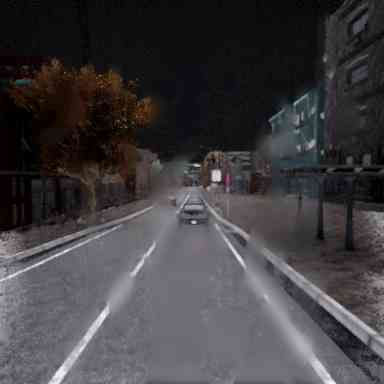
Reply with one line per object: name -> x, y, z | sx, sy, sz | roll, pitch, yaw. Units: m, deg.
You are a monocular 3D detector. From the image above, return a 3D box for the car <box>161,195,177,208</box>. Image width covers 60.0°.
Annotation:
car -> -3.007, 1.192, 43.976 | 1.882, 1.535, 5.008 | 0, 0, 1

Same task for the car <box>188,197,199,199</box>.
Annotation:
car -> 0.178, 1.319, 39.806 | 2.033, 1.411, 5.357 | 0, 1, 0

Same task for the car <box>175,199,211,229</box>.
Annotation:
car -> 0.118, 1.463, 21.423 | 1.837, 1.490, 4.892 | 0, 0, 0
